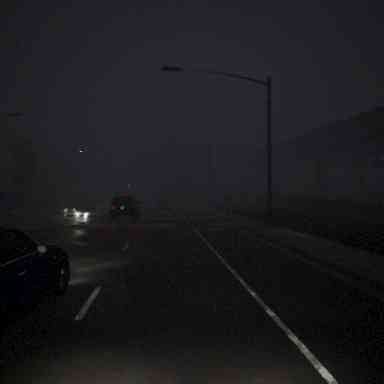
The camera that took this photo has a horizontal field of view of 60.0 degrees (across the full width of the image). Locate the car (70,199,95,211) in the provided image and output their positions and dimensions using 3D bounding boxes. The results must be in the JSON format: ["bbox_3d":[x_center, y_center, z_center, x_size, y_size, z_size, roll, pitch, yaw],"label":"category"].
[{"bbox_3d":[-14.434,1.791,44.970,2.128,1.511,4.902,-1,0,-5],"label":"car"}]

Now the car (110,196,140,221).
[{"bbox_3d":[-5.806,1.391,29.173,2.150,2.045,5.566,-1,0,-5],"label":"car"}]

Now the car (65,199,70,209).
[{"bbox_3d":[-18.612,1.816,52.483,1.837,1.490,4.892,-1,0,-5],"label":"car"}]

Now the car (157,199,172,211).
[{"bbox_3d":[-3.642,1.666,44.144,2.128,1.511,4.902,-1,0,-5],"label":"car"}]

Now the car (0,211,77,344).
[{"bbox_3d":[-3.814,1.413,5.947,2.097,1.767,4.553,-1,0,-4],"label":"car"}]
